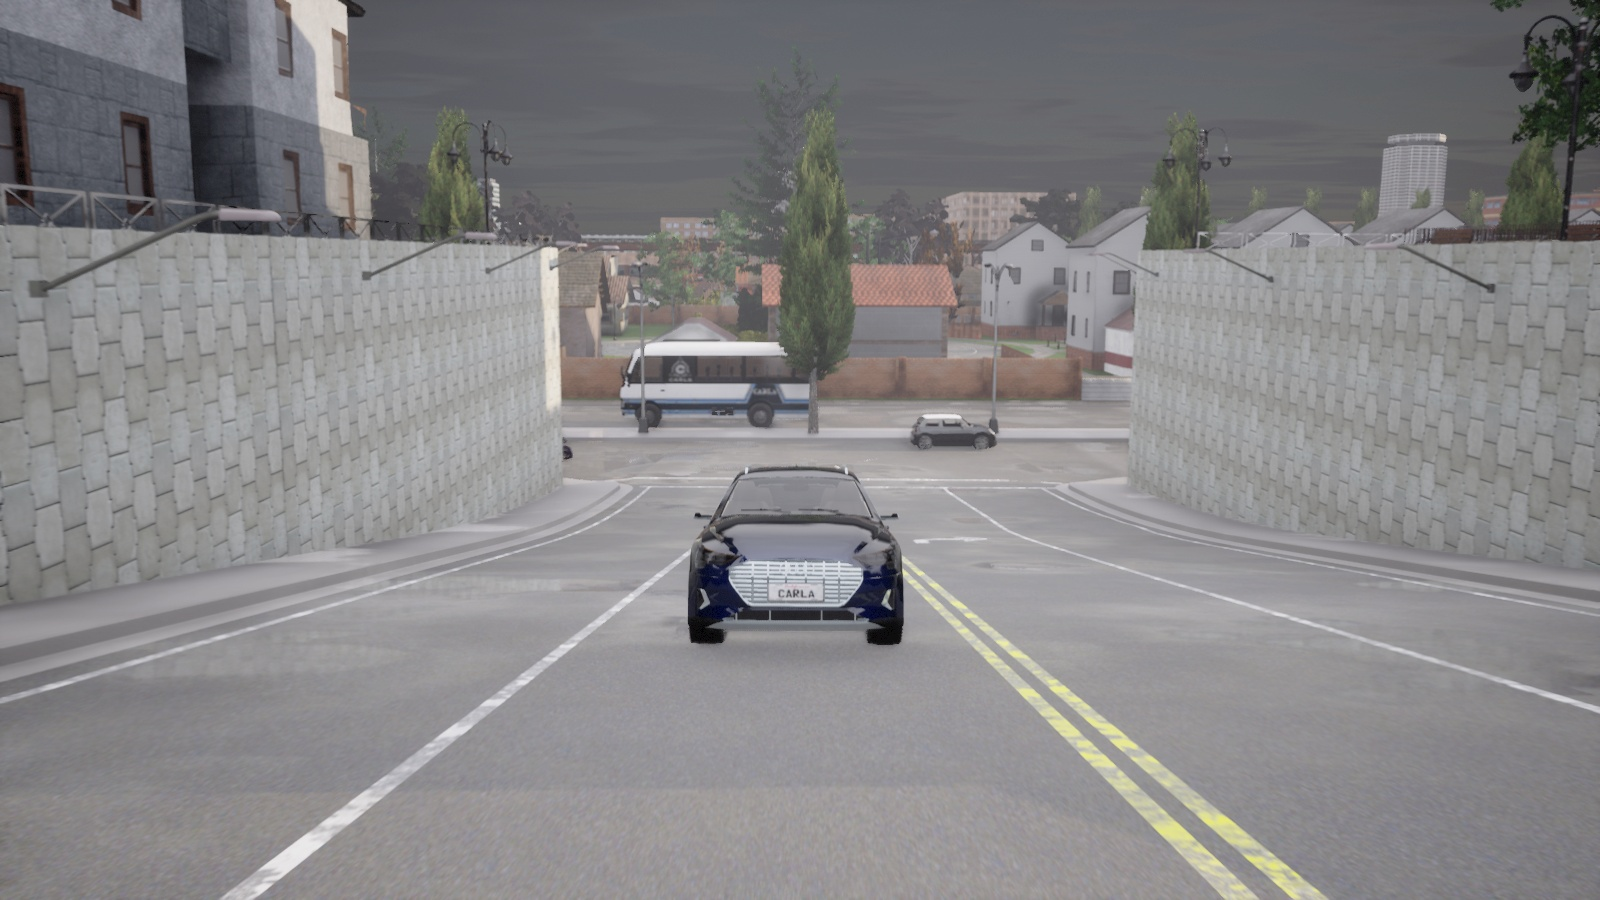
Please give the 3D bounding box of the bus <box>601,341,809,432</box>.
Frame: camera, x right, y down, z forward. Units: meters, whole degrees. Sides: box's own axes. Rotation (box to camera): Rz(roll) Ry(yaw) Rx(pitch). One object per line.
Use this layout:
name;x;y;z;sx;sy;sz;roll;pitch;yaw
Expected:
bus;-4.721;-3.314;64.359;10.273;4.253;3.944;0;9;-1

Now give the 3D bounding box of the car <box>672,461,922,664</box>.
car;-0.031;0.963;12.706;2.033;1.649;4.856;0;-1;0

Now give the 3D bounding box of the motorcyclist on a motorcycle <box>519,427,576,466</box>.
motorcyclist on a motorcycle;-10.634;-0.161;53.042;2.191;1.530;0.866;0;9;-1

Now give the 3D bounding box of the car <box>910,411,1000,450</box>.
car;6.992;-0.900;56.910;3.806;1.475;1.970;0;8;-1
